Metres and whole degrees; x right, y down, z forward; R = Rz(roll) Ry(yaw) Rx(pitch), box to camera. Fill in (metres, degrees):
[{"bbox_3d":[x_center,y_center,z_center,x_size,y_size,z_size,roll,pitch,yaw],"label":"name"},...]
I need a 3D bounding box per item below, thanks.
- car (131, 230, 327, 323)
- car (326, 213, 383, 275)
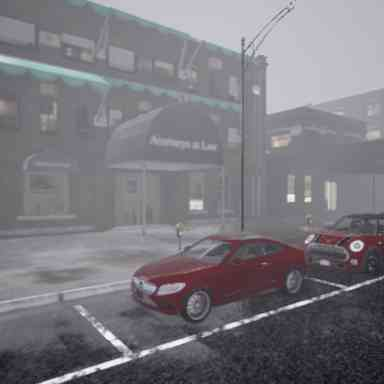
[{"bbox_3d":[0.782,1.572,7.110,4.206,1.307,1.802,0,1,-36],"label":"car"},{"bbox_3d":[5.288,1.418,10.322,4.097,1.590,1.967,0,1,-36],"label":"car"}]
